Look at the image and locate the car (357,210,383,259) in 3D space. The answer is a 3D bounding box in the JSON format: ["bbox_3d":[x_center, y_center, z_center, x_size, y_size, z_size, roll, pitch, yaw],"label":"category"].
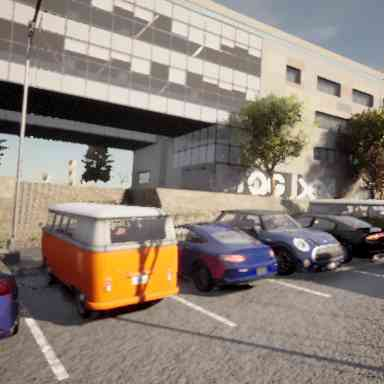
[{"bbox_3d":[4.639,1.526,12.264,2.097,1.535,5.008,0,0,-35],"label":"car"}]

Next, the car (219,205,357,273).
[{"bbox_3d":[2.444,1.389,10.744,2.185,1.767,4.553,0,0,-35],"label":"car"}]

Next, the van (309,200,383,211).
[{"bbox_3d":[7.081,1.313,13.868,1.878,1.987,4.442,0,0,-35],"label":"van"}]

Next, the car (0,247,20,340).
[{"bbox_3d":[-4.380,1.509,5.877,2.163,1.488,4.792,0,0,-35],"label":"car"}]

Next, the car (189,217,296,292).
[{"bbox_3d":[0.189,1.543,9.096,2.002,1.452,4.674,0,0,-35],"label":"car"}]

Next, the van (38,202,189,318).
[{"bbox_3d":[-2.154,1.265,7.572,1.878,1.987,4.442,0,0,-35],"label":"van"}]
